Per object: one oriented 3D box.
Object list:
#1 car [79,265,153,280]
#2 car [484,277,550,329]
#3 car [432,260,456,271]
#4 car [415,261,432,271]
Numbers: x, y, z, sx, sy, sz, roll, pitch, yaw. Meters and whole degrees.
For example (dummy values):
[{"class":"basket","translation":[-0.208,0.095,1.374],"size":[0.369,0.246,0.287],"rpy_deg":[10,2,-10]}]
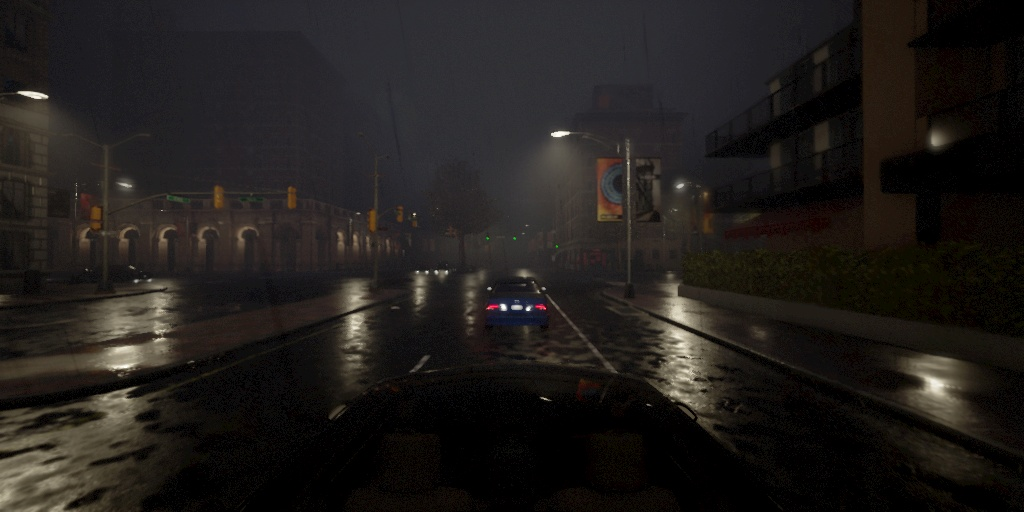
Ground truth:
[{"class":"car","translation":[-37.237,1.524,33.783],"size":[5.357,1.411,2.033],"rpy_deg":[0,0,0]},{"class":"car","translation":[0.148,1.369,11.598],"size":[2.033,1.411,5.357],"rpy_deg":[0,0,1]},{"class":"car","translation":[-11.140,1.514,58.947],"size":[2.097,1.767,4.553],"rpy_deg":[0,0,1]},{"class":"car","translation":[-14.609,1.654,61.010],"size":[1.882,1.535,5.008],"rpy_deg":[0,0,1]}]
